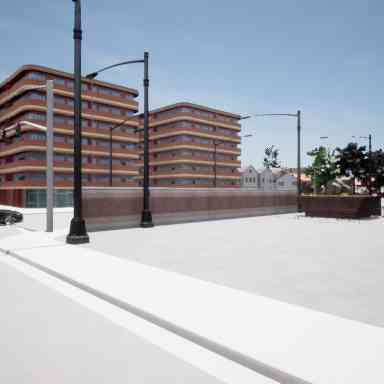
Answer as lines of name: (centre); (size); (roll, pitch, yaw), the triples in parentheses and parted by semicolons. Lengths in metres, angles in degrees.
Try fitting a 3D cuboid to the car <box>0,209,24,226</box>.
car: (-13.677, 1.492, 21.638); (4.892, 1.490, 1.837); (1, 0, -41)
